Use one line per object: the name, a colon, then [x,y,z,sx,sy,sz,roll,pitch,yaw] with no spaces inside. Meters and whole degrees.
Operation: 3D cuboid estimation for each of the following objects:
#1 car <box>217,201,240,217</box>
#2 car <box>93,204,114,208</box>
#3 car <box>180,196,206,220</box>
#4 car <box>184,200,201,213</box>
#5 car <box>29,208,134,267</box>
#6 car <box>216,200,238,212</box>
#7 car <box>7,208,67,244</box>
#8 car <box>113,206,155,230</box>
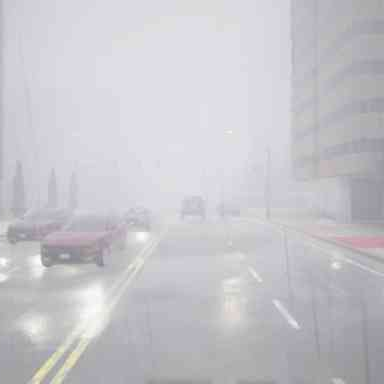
car: [3.607,1.773,33.354,1.895,1.301,4.718,0,0,0]
car: [-7.014,1.664,26.405,1.812,1.442,4.674,0,0,0]
car: [0.106,1.375,29.602,2.150,2.045,5.566,0,0,0]
car: [0.043,1.756,42.860,2.033,1.411,5.357,0,0,1]
car: [-3.569,1.540,11.855,1.882,1.535,5.008,0,0,0]
car: [4.701,1.803,44.200,1.895,1.301,4.718,0,1,18]
car: [-7.078,1.564,16.428,1.882,1.535,5.008,0,0,0]
car: [-3.551,1.677,21.759,1.994,1.385,4.181,0,0,1]
